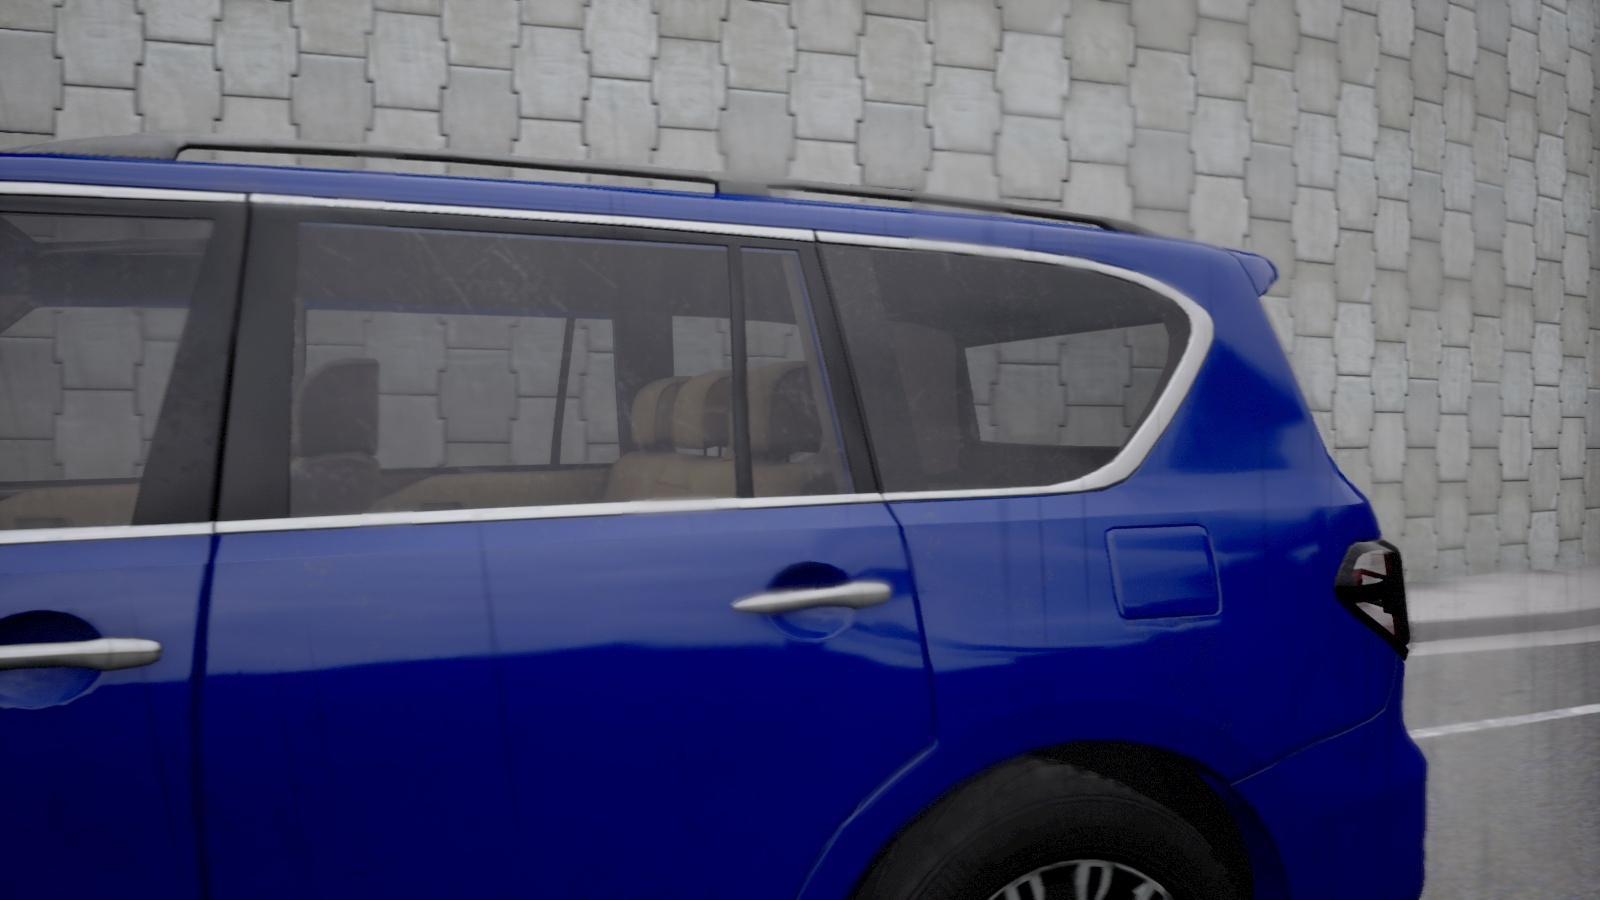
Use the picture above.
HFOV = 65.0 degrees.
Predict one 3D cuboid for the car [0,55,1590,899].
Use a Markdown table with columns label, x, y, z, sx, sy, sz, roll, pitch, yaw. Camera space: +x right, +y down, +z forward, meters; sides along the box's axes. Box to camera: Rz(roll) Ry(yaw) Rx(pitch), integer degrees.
| label | x | y | z | sx | sy | sz | roll | pitch | yaw |
| --- | --- | --- | --- | --- | --- | --- | --- | --- | --- |
| car | -1.274 | 0.489 | 2.729 | 5.566 | 2.045 | 2.150 | -1 | 1 | -21 |
